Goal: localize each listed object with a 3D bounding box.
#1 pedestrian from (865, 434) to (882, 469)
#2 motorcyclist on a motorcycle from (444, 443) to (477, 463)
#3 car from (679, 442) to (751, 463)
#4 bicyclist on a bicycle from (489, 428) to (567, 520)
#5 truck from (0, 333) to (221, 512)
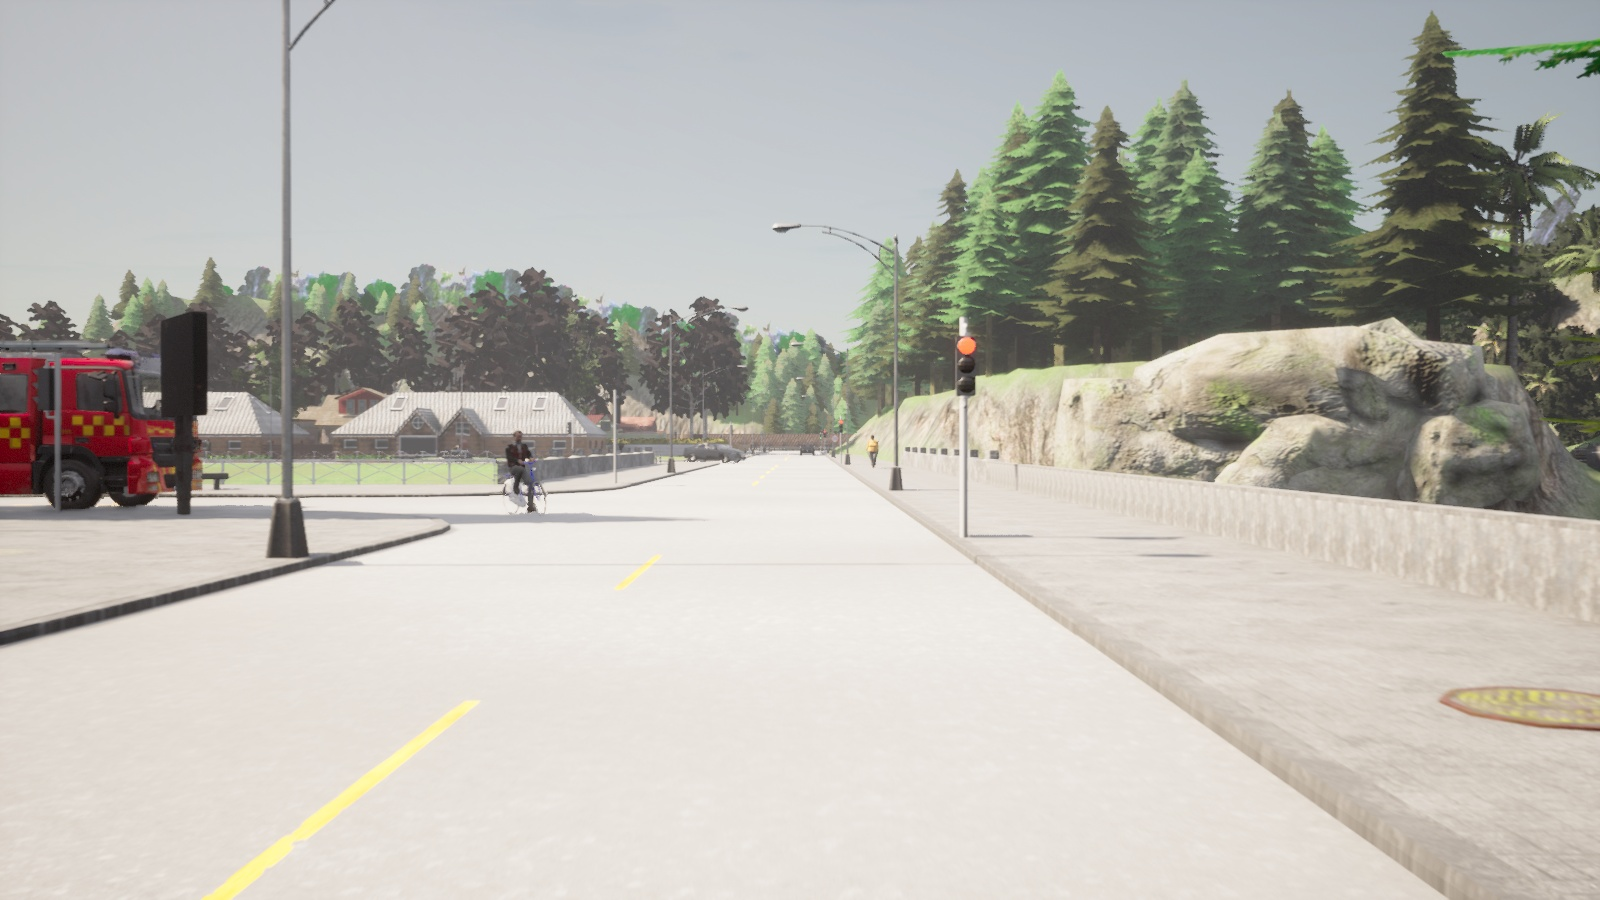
[{"bbox_3d":[3.935,0.081,67.242,0.874,1.855,0.900,0,0,0],"label":"pedestrian"},{"bbox_3d":[-25.425,0.231,94.026,2.191,1.530,0.866,0,0,0],"label":"motorcyclist on a motorcycle"},{"bbox_3d":[-6.227,0.178,92.233,4.902,1.511,2.128,0,0,29],"label":"car"},{"bbox_3d":[-5.540,0.468,25.484,0.659,1.776,1.843,-4,2,-41],"label":"bicyclist on a bicycle"},{"bbox_3d":[-17.967,-0.592,28.333,8.468,3.827,2.891,0,0,0],"label":"truck"}]
